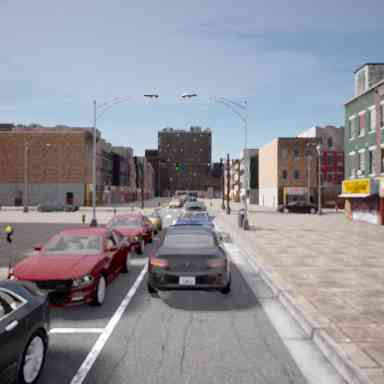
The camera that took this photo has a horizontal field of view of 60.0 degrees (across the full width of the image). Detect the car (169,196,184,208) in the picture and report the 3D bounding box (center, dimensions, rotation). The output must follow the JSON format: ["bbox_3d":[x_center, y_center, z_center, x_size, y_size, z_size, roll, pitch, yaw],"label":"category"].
[{"bbox_3d":[-2.588,1.738,50.860,1.752,1.417,4.829,0,0,0],"label":"car"}]

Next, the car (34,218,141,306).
[{"bbox_3d":[-2.626,1.569,8.084,1.887,1.381,4.507,0,0,0],"label":"car"}]

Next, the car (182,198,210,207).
[{"bbox_3d":[0.530,1.619,30.561,1.837,1.490,4.892,0,0,6],"label":"car"}]

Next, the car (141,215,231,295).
[{"bbox_3d":[-0.037,1.553,8.717,1.812,1.442,4.674,0,0,1],"label":"car"}]

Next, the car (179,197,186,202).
[{"bbox_3d":[-2.554,1.989,89.137,1.887,1.381,4.507,0,0,0],"label":"car"}]

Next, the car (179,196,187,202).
[{"bbox_3d":[-2.548,1.918,94.582,1.967,1.590,4.097,0,0,0],"label":"car"}]

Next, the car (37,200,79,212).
[{"bbox_3d":[-14.504,1.599,36.174,4.181,1.385,1.994,0,-1,0],"label":"car"}]

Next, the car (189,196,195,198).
[{"bbox_3d":[0.075,1.751,81.558,2.097,1.767,4.553,0,0,0],"label":"car"}]

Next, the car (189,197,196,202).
[{"bbox_3d":[0.084,2.056,91.738,1.895,1.301,4.718,0,0,0],"label":"car"}]

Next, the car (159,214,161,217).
[{"bbox_3d":[-2.617,1.589,18.902,1.752,1.417,4.829,0,0,0],"label":"car"}]

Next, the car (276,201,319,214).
[{"bbox_3d":[12.487,1.787,39.235,5.008,1.535,1.882,1,-1,0],"label":"car"}]

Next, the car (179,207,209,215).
[{"bbox_3d":[0.112,1.659,17.496,1.895,1.301,4.718,0,0,0],"label":"car"}]

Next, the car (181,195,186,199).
[{"bbox_3d":[-2.582,1.558,56.474,2.192,1.841,5.009,0,0,0],"label":"car"}]

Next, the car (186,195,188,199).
[{"bbox_3d":[-2.564,1.899,78.079,1.752,1.417,4.829,0,0,0],"label":"car"}]

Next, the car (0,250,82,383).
[{"bbox_3d":[-2.631,1.559,2.590,2.008,1.369,4.403,0,0,0],"label":"car"}]

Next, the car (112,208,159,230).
[{"bbox_3d":[-2.621,1.588,13.579,1.887,1.381,4.507,0,0,0],"label":"car"}]

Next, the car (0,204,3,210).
[{"bbox_3d":[-23.256,1.477,36.138,4.892,1.490,1.837,0,-1,0],"label":"car"}]
